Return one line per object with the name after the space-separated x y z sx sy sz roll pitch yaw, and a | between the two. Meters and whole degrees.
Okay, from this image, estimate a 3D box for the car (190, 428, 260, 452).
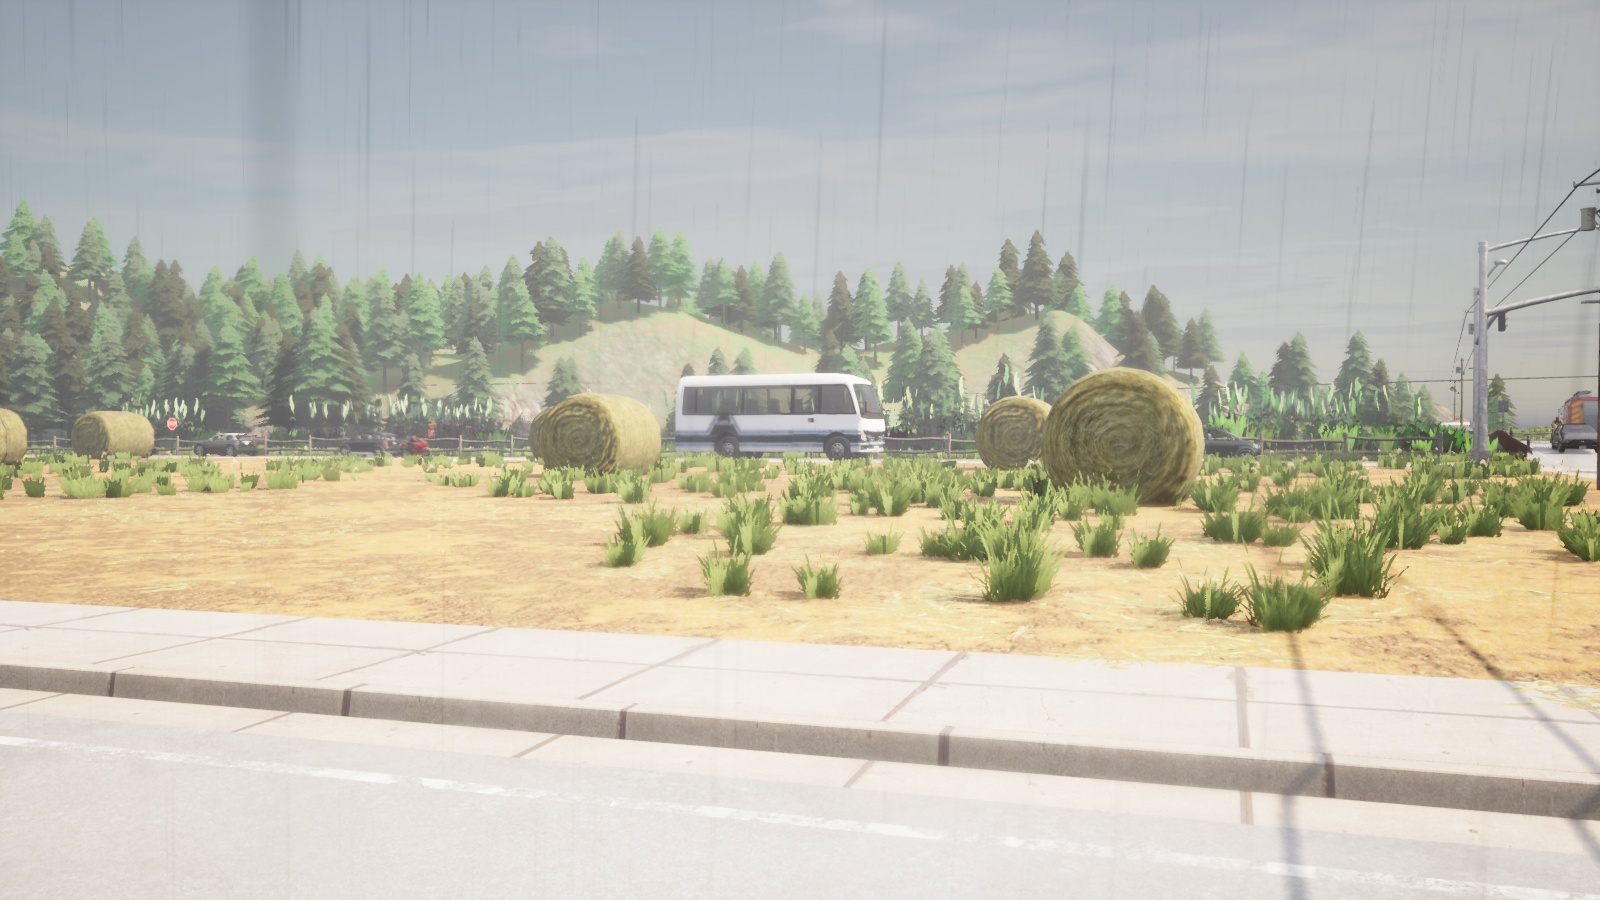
-36.217 -0.619 79.106 3.806 1.475 1.970 1 1 22 | car

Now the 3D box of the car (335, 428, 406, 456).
-25.551 -0.493 74.707 3.705 1.549 1.789 1 1 22 | car

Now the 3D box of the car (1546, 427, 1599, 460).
39.484 -0.369 63.938 2.033 1.411 5.357 1 4 25 | car

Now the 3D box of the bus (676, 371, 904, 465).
-0.484 -1.530 60.558 10.273 4.253 3.944 1 1 22 | bus

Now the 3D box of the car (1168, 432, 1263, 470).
17.590 0.013 53.122 3.705 1.549 1.789 1 1 23 | car

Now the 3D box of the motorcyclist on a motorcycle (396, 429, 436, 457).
-21.110 -0.385 69.088 2.044 1.523 0.797 1 1 22 | motorcyclist on a motorcycle
